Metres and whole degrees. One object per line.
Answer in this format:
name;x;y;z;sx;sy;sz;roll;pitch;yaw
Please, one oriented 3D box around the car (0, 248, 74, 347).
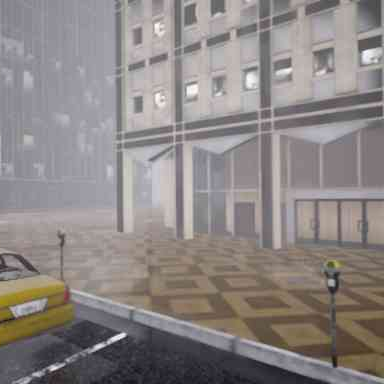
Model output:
car;-4.040;1.498;5.772;4.829;1.417;1.752;0;-1;36
